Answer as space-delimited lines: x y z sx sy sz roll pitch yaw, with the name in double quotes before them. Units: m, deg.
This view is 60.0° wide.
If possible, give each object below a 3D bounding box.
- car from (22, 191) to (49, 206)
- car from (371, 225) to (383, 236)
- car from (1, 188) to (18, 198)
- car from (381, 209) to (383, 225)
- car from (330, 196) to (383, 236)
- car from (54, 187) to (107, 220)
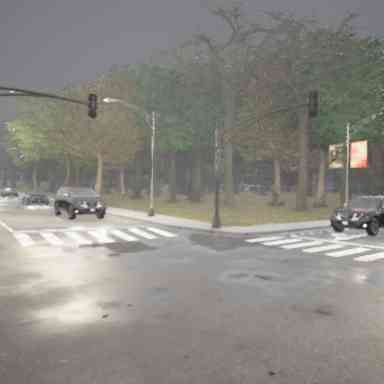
"car" -16.081 0.635 34.173 1.994 1.385 4.181 2 1 -36
"car" 6.961 1.559 8.403 5.357 1.411 2.033 0 0 -36
"car" -27.532 0.097 50.128 2.033 1.411 5.357 2 1 -36
"car" 11.511 1.573 15.885 5.357 1.411 2.033 0 0 -36
"car" 10.245 1.246 18.969 5.566 2.045 2.150 0 0 -35
"car" -7.691 0.686 22.606 2.150 2.045 5.566 2 1 -36
